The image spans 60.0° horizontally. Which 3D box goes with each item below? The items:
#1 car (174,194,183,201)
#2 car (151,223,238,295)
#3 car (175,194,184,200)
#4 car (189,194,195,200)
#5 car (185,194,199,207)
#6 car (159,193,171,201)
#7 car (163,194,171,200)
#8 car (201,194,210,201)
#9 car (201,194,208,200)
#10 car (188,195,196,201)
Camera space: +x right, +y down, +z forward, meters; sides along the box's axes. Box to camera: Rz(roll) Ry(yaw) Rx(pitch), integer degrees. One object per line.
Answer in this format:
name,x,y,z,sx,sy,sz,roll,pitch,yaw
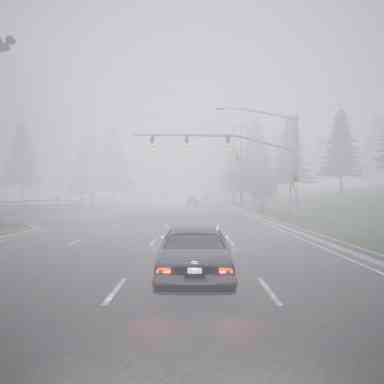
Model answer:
car,-3.483,1.517,83.951,1.812,1.442,4.674,0,0,0
car,0.068,1.547,8.852,2.033,1.411,5.357,0,0,0
car,-3.481,1.357,93.955,2.128,1.511,4.902,0,0,0
car,0.019,1.310,93.954,1.882,1.535,5.008,0,0,0
car,0.009,1.352,52.891,2.097,1.767,4.553,0,0,0
car,-6.983,1.217,83.565,2.150,2.045,5.566,0,0,0
car,-6.981,1.385,93.955,1.994,1.385,4.181,0,0,0
car,3.517,1.492,83.533,1.837,1.490,4.892,0,0,0
car,3.519,1.310,93.953,1.882,1.535,5.008,0,0,0
car,0.017,1.531,83.534,2.033,1.411,5.357,0,0,0
